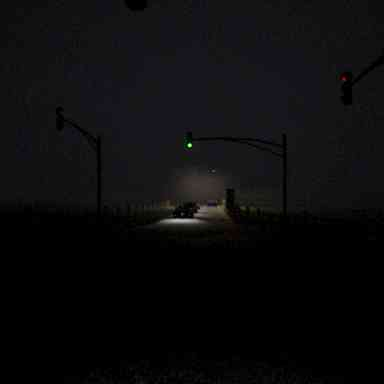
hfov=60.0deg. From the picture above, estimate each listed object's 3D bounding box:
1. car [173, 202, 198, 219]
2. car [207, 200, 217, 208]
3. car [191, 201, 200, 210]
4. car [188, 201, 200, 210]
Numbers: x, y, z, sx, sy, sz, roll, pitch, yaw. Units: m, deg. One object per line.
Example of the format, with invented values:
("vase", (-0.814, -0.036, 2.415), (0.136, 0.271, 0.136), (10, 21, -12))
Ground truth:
("car", (-0.807, 1.989, 34.478), (1.994, 1.385, 4.181), (0, -1, 4))
("car", (3.886, 2.256, 64.226), (1.882, 1.535, 5.008), (0, -1, 3))
("car", (-0.227, 2.072, 44.477), (1.812, 1.442, 4.674), (0, -1, 4))
("car", (0.378, 2.196, 54.612), (1.812, 1.442, 4.674), (0, -1, 4))
